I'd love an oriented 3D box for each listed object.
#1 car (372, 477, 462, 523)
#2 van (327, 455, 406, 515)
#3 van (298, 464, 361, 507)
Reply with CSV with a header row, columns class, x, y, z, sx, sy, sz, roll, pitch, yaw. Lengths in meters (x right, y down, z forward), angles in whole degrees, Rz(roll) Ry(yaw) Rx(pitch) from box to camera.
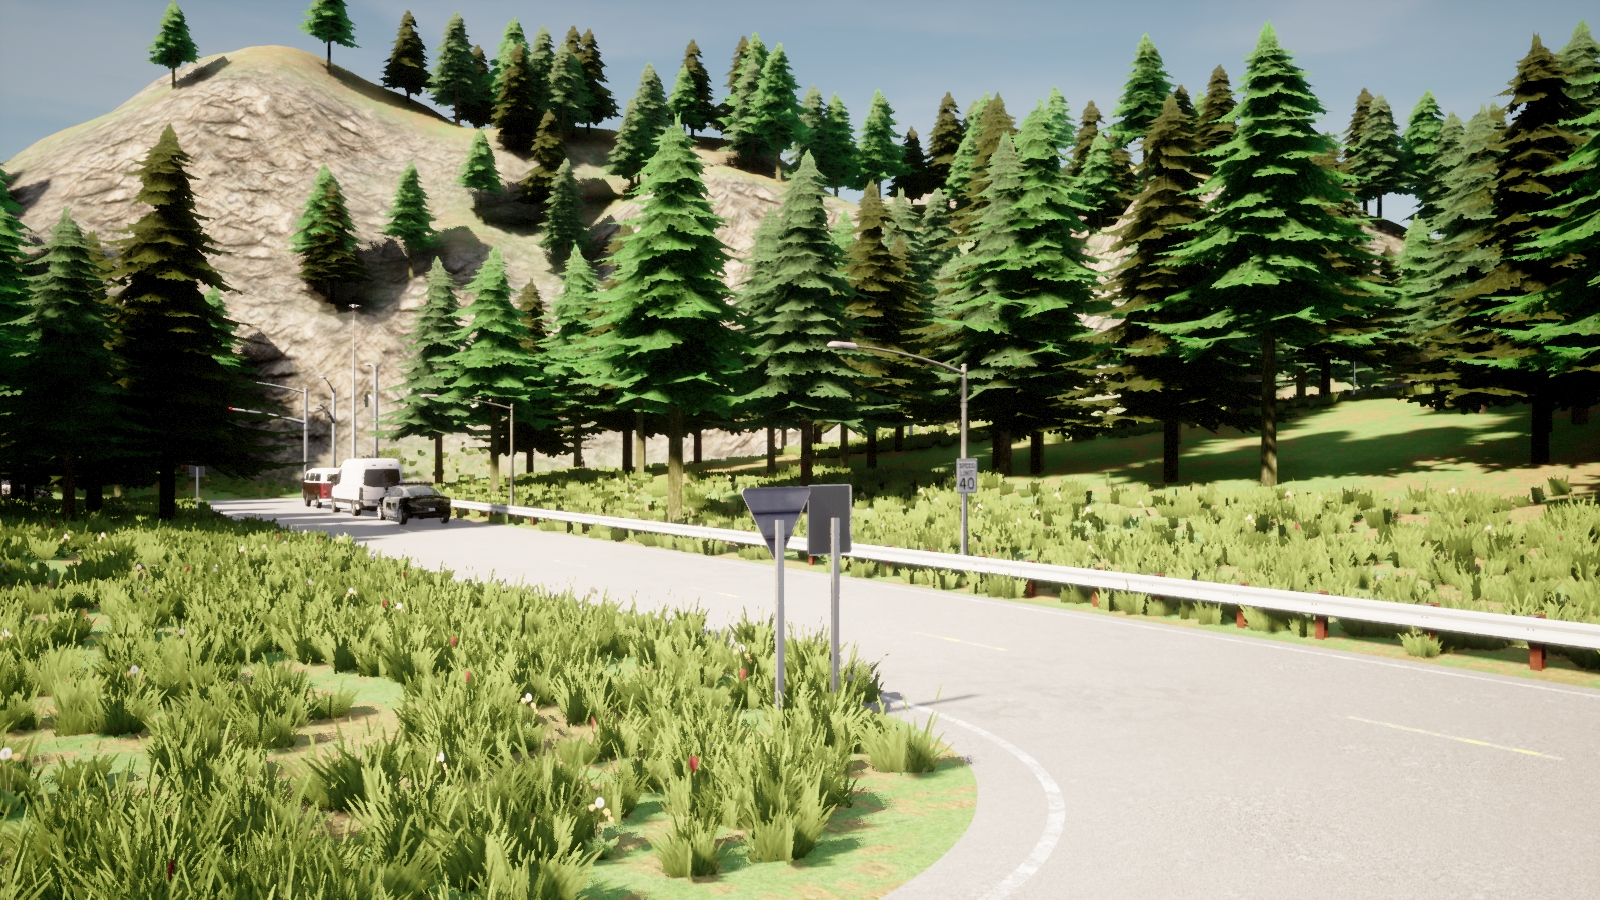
class,x,y,z,sx,sy,sz,roll,pitch,yaw
car,-15.723,1.982,46.760,2.097,1.638,5.238,0,0,-35
van,-20.079,1.534,52.765,1.988,2.561,5.915,0,0,-35
van,-24.143,1.782,58.581,2.069,2.038,4.480,0,0,-35
